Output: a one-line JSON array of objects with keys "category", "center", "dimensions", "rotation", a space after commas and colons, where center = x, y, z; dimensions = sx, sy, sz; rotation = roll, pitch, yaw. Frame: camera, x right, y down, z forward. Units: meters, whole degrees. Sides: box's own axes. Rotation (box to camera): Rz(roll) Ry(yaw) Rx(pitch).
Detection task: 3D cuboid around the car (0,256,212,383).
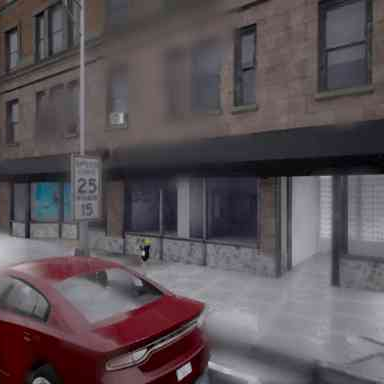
[{"category": "car", "center": [-1.886, 1.544, 4.424], "dimensions": [4.507, 1.381, 1.887], "rotation": [0, 0, 36]}]
